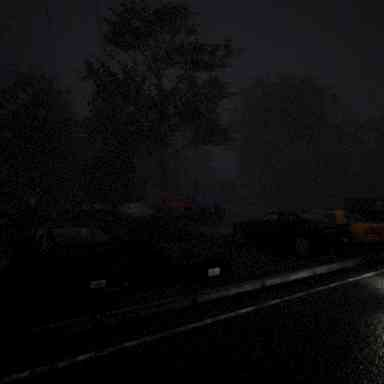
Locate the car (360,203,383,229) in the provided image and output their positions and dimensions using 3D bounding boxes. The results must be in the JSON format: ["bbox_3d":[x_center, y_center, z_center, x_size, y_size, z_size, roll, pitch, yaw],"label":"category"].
[{"bbox_3d":[12.811,1.480,19.598,2.163,1.488,4.792,0,0,-36],"label":"car"}]

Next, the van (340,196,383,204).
[{"bbox_3d":[10.583,1.223,17.896,1.878,1.987,4.442,0,0,-36],"label":"van"}]

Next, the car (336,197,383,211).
[{"bbox_3d":[20.835,1.458,41.467,2.231,1.521,4.892,0,0,-36],"label":"car"}]

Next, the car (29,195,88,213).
[{"bbox_3d":[-8.617,1.205,20.348,2.435,2.045,5.566,0,0,-36],"label":"car"}]

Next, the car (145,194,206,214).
[{"bbox_3d":[-1.822,1.197,25.210,2.435,2.045,5.566,0,0,-36],"label":"car"}]

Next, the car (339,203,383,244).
[{"bbox_3d":[5.847,1.444,14.878,1.946,1.575,5.366,0,0,-36],"label":"car"}]

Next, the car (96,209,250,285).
[{"bbox_3d":[-0.865,1.485,9.811,2.163,1.488,4.792,0,0,-36],"label":"car"}]

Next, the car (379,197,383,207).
[{"bbox_3d":[29.885,1.490,47.901,2.163,1.488,4.792,0,0,-36],"label":"car"}]

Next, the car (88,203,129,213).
[{"bbox_3d":[-6.364,1.452,21.989,2.097,1.535,5.008,0,0,-36],"label":"car"}]

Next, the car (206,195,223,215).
[{"bbox_3d":[0.342,1.198,26.760,2.435,2.045,5.566,0,0,-36],"label":"car"}]

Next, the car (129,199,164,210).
[{"bbox_3d":[-4.202,1.489,23.540,2.002,1.452,4.674,0,0,-36],"label":"car"}]

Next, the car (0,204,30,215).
[{"bbox_3d":[-10.913,1.492,18.775,2.163,1.488,4.792,0,0,-36],"label":"car"}]

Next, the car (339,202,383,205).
[{"bbox_3d":[8.218,1.478,16.383,2.163,1.488,4.792,0,0,-36],"label":"car"}]

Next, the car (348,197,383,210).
[{"bbox_3d":[23.204,1.455,42.927,1.946,1.575,5.366,0,0,-36],"label":"car"}]

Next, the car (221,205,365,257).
[{"bbox_3d":[3.681,1.448,13.094,2.097,1.535,5.008,0,0,-36],"label":"car"}]

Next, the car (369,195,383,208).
[{"bbox_3d":[27.592,1.334,46.333,2.185,1.767,4.553,0,0,-36],"label":"car"}]

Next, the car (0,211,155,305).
[{"bbox_3d":[-3.155,1.462,8.203,2.231,1.521,4.892,0,0,-36],"label":"car"}]
